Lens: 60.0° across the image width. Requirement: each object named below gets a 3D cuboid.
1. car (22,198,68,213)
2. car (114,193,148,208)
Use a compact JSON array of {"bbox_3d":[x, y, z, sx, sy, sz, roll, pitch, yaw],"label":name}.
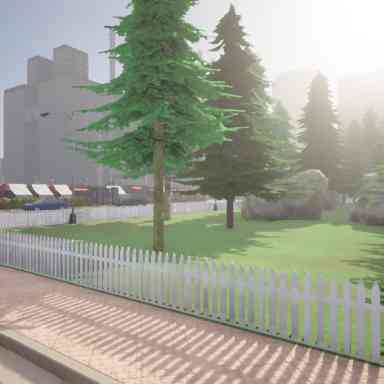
[{"bbox_3d":[-16.542,1.477,37.612,1.882,1.535,5.008,0,0,34],"label":"car"},{"bbox_3d":[-8.876,1.220,48.942,2.150,2.045,5.566,0,0,34],"label":"car"}]
